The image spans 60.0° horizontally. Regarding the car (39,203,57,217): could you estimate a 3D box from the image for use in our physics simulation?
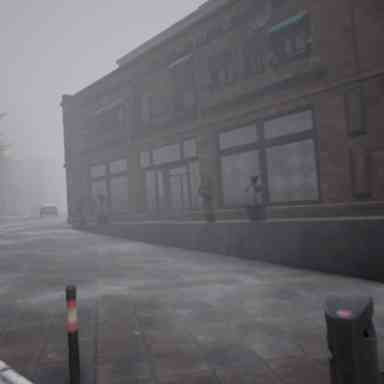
[{"bbox_3d":[-17.202,2.065,39.807,1.882,1.535,5.008,-2,0,-24],"label":"car"}]
